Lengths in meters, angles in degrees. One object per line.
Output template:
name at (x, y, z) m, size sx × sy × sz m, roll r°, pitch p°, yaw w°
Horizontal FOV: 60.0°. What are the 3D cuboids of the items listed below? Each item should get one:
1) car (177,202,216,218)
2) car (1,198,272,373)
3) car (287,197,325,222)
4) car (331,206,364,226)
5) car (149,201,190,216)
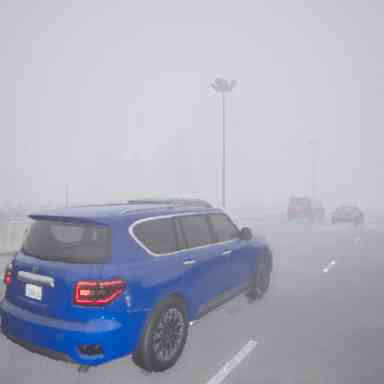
car at (0.550, 1.760, 34.044) m, size 1.812 × 1.442 × 4.674 m, roll 0°, pitch -1°, yaw 32°
car at (-0.358, 1.225, 6.036) m, size 2.150 × 2.045 × 5.566 m, roll 0°, pitch 0°, yaw 32°
car at (9.943, 1.464, 28.892) m, size 2.150 × 2.045 × 5.566 m, roll 0°, pitch -1°, yaw 32°
car at (12.168, 1.769, 25.865) m, size 2.033 × 1.411 × 5.357 m, roll 0°, pitch -1°, yaw 32°
car at (-2.347, 1.741, 36.010) m, size 1.837 × 1.490 × 4.892 m, roll 0°, pitch -1°, yaw 32°
